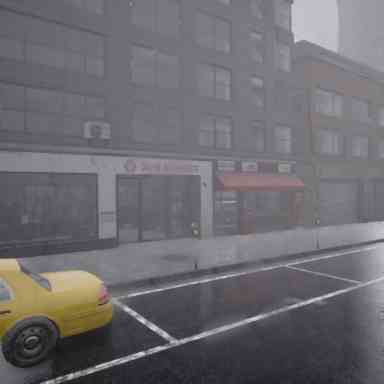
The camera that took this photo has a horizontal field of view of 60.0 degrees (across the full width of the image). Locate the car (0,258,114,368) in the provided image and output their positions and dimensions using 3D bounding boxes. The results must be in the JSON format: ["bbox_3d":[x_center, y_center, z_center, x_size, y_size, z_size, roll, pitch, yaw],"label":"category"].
[{"bbox_3d":[-3.474,1.525,4.184,4.829,1.417,1.752,0,-1,-35],"label":"car"}]
